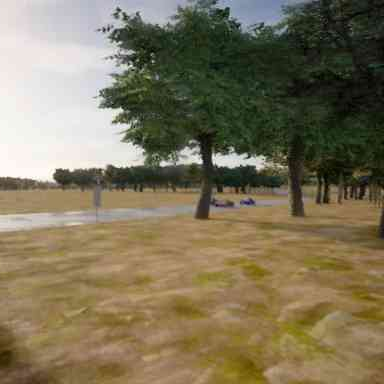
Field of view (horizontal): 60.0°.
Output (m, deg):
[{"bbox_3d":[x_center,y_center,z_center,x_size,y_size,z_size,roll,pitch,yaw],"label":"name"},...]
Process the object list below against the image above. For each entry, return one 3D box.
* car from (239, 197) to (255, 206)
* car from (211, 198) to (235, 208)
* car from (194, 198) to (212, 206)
[{"bbox_3d":[10.397,1.755,62.433,1.812,1.442,4.674,2,1,30],"label":"car"},{"bbox_3d":[5.355,1.771,53.825,1.994,1.385,4.181,2,1,32],"label":"car"},{"bbox_3d":[2.475,1.627,55.990,2.033,1.411,5.357,3,2,32],"label":"car"}]
